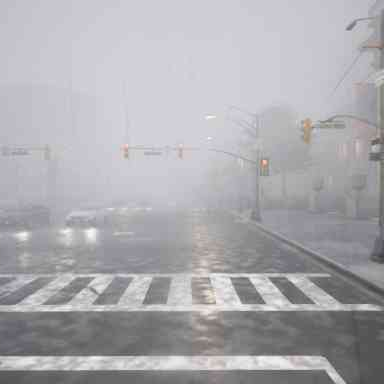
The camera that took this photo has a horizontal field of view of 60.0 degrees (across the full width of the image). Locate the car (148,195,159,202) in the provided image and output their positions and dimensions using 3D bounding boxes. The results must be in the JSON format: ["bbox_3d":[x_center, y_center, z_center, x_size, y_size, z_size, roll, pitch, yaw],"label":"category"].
[{"bbox_3d":[-9.347,1.477,80.614,1.882,1.535,5.008,0,0,-18],"label":"car"}]

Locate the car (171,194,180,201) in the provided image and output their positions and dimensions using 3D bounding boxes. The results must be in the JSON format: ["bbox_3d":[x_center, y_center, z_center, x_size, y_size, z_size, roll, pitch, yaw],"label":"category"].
[{"bbox_3d":[-5.062,1.355,88.302,2.097,1.767,4.553,0,0,-29],"label":"car"}]

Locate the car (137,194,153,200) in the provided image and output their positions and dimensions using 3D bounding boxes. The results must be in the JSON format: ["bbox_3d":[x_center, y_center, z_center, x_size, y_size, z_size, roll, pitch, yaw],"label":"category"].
[{"bbox_3d":[-13.276,1.427,94.429,1.882,1.535,5.008,0,0,-43],"label":"car"}]

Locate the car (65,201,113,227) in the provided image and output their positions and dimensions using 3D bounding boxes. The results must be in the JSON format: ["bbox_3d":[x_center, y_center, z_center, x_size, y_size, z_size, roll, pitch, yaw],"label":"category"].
[{"bbox_3d":[-7.124,1.525,22.968,1.812,1.442,4.674,0,0,0],"label":"car"}]

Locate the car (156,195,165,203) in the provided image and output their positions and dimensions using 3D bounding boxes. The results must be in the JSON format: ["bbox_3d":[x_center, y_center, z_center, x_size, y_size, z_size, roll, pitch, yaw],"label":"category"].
[{"bbox_3d":[-7.188,1.477,68.696,1.882,1.535,5.008,0,0,0],"label":"car"}]

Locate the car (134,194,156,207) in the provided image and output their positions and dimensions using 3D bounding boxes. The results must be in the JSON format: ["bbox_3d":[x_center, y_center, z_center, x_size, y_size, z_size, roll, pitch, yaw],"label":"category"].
[{"bbox_3d":[-7.182,1.477,51.080,1.882,1.535,5.008,0,0,0],"label":"car"}]

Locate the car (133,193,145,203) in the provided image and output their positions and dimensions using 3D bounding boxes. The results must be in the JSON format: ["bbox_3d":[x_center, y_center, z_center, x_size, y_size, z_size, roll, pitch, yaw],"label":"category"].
[{"bbox_3d":[-10.671,1.222,68.455,2.150,2.045,5.566,0,0,0],"label":"car"}]

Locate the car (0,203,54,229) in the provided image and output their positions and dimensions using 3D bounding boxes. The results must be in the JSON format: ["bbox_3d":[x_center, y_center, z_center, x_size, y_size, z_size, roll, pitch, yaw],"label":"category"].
[{"bbox_3d":[-10.635,1.505,21.577,1.837,1.490,4.892,0,0,0],"label":"car"}]

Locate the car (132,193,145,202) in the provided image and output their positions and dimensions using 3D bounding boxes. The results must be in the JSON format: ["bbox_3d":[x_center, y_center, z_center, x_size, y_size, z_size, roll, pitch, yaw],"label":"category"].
[{"bbox_3d":[-12.936,1.225,80.250,2.150,2.045,5.566,0,0,-21],"label":"car"}]

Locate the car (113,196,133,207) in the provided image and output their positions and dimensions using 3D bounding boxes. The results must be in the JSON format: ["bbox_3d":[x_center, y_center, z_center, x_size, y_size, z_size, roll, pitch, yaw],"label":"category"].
[{"bbox_3d":[-10.679,1.477,49.781,1.882,1.535,5.008,0,0,0],"label":"car"}]

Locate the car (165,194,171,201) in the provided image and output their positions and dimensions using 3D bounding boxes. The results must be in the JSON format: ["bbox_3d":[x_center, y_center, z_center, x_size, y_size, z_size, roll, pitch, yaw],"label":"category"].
[{"bbox_3d":[-7.713,1.595,85.813,1.895,1.301,4.718,0,0,-25],"label":"car"}]
